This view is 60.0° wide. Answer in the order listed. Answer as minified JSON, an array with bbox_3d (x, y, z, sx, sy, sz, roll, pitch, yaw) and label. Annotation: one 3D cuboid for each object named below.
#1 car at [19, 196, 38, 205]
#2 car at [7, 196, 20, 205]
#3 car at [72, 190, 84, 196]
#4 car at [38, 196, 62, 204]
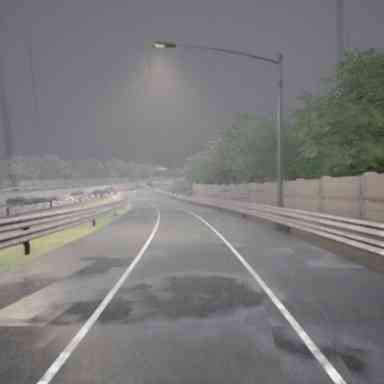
[{"bbox_3d":[-29.915,1.530,63.506,2.128,1.511,4.902,0,3,7],"label":"car"},{"bbox_3d":[-33.388,1.516,63.937,1.837,1.490,4.892,0,3,7],"label":"car"},{"bbox_3d":[-30.332,0.224,88.472,1.812,1.442,4.674,0,3,7],"label":"car"},{"bbox_3d":[-26.442,1.516,63.069,1.882,1.535,5.008,0,3,7],"label":"car"}]
